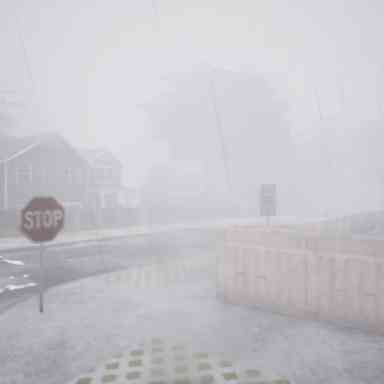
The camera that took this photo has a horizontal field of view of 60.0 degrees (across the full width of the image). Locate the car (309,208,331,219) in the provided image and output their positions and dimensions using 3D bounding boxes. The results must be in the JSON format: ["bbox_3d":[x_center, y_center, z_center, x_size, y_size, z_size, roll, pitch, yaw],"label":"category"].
[{"bbox_3d":[17.215,2.791,44.662,1.994,1.385,4.181,0,-1,36],"label":"car"}]
